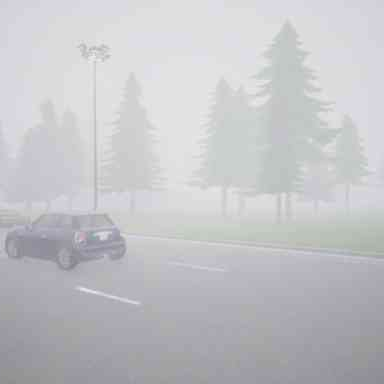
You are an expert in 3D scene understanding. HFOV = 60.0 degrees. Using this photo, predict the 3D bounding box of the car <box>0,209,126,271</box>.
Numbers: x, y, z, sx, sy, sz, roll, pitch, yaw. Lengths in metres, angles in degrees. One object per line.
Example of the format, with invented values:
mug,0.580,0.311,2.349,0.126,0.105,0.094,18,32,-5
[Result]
car,-4.431,1.431,11.442,4.553,1.767,2.097,-1,0,36
